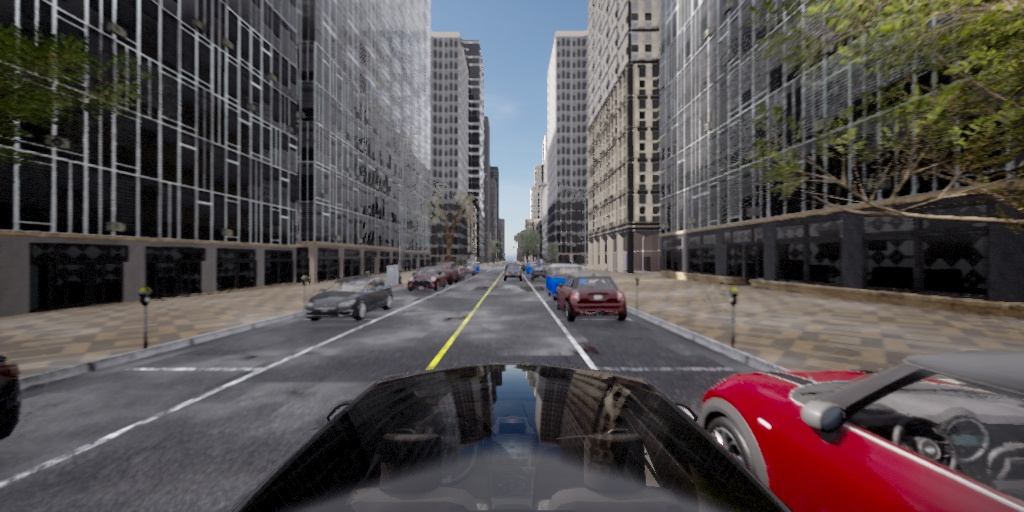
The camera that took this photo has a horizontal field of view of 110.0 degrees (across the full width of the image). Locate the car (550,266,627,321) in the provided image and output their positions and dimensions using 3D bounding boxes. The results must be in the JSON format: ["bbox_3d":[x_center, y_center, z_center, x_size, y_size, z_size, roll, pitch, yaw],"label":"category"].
[{"bbox_3d":[2.689,1.333,13.073,1.967,1.591,4.097,0,0,0],"label":"car"}]

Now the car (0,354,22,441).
[{"bbox_3d":[-5.691,1.316,1.707,1.948,1.339,4.313,0,0,0],"label":"car"}]

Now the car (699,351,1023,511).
[{"bbox_3d":[2.690,1.190,1.707,1.967,1.591,4.097,0,0,0],"label":"car"}]

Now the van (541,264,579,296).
[{"bbox_3d":[2.689,1.305,18.756,1.690,1.789,3.998,0,0,0],"label":"van"}]

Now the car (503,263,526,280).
[{"bbox_3d":[0.101,1.742,37.126,2.033,1.411,5.357,0,-1,0],"label":"car"}]

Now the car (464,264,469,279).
[{"bbox_3d":[-5.692,1.760,35.806,1.802,1.307,4.207,0,0,0],"label":"car"}]

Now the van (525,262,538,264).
[{"bbox_3d":[2.688,1.661,47.173,1.690,1.789,3.998,0,0,0],"label":"van"}]

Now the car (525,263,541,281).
[{"bbox_3d":[2.689,1.729,35.806,2.007,1.370,4.403,0,0,0],"label":"car"}]

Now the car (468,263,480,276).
[{"bbox_3d":[-5.692,1.902,47.173,1.802,1.307,4.207,0,0,0],"label":"car"}]

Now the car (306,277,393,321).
[{"bbox_3d":[-5.691,1.444,13.073,2.007,1.370,4.403,0,0,0],"label":"car"}]

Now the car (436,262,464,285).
[{"bbox_3d":[-5.692,1.422,30.123,2.192,1.841,5.009,0,0,0],"label":"car"}]

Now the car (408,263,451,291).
[{"bbox_3d":[-5.691,1.476,24.439,1.967,1.591,4.097,0,0,0],"label":"car"}]
